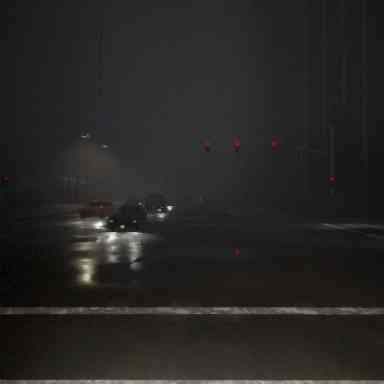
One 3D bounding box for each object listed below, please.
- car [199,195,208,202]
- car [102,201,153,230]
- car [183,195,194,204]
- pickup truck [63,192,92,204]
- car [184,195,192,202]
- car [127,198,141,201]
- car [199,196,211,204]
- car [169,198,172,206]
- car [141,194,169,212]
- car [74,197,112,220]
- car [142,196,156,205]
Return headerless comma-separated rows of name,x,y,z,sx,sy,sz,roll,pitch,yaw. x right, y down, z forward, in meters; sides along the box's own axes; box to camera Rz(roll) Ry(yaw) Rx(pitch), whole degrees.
car,2.559,1.524,75.212,1.812,1.442,4.674,0,0,-1
car,-3.922,1.548,21.214,2.033,1.411,5.357,0,0,-1
car,-0.746,1.352,65.413,2.097,1.767,4.553,0,0,-1
pickup truck,-20.915,1.059,60.050,2.390,2.098,6.274,0,0,30
car,-0.944,1.478,75.417,1.882,1.535,5.008,0,0,-1
car,-7.737,1.493,44.352,2.128,1.511,4.902,0,0,-1
car,2.760,1.491,64.828,2.128,1.511,4.902,0,0,-1
car,-4.330,1.601,54.738,1.895,1.301,4.718,0,0,0
car,-4.180,1.218,38.563,2.150,2.045,5.566,0,1,-1
car,-8.029,1.478,28.847,1.882,1.535,5.008,0,0,5
car,-7.865,1.477,61.621,1.882,1.535,5.008,0,0,0
